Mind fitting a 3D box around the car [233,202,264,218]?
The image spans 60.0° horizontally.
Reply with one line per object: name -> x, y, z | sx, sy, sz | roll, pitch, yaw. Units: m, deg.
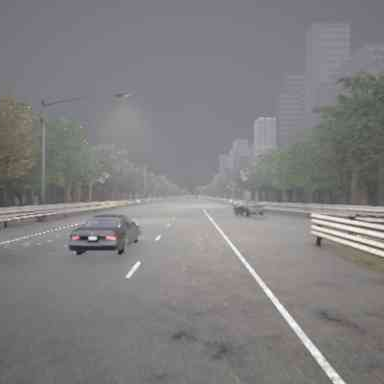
car -> 5.727, 1.798, 34.237 | 2.128, 1.511, 4.902 | 0, -1, -13

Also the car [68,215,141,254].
car -> -3.393, 1.649, 13.875 | 2.033, 1.411, 5.357 | 0, 0, 0
